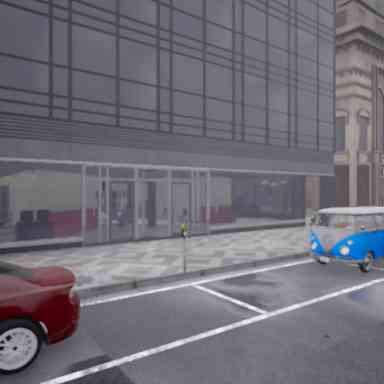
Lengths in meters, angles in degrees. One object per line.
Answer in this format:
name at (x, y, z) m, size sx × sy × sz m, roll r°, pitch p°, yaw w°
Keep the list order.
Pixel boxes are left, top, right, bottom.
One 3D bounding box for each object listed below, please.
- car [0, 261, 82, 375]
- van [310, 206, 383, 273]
car at (-3.701, 1.543, 4.010) m, size 4.507 × 1.381 × 1.887 m, roll 0°, pitch 0°, yaw -36°
van at (5.419, 1.365, 10.521) m, size 3.998 × 1.788 × 1.690 m, roll 0°, pitch 0°, yaw -36°
